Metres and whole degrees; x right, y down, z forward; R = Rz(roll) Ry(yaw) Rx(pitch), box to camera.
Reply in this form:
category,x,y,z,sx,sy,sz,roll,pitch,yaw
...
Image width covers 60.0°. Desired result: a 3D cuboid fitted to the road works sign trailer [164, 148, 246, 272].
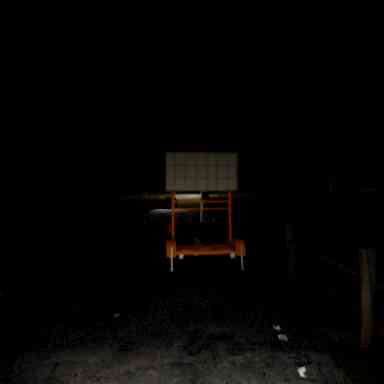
category,x,y,z,sx,sy,sz,roll,pitch,yaw
road works sign trailer,0.291,0.419,10.678,2.380,3.560,2.880,0,0,-6

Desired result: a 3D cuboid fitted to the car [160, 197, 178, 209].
category,x,y,z,sx,sy,sz,roll,pitch,yaw
car,-2.779,1.323,41.384,1.812,1.442,4.674,0,0,0
